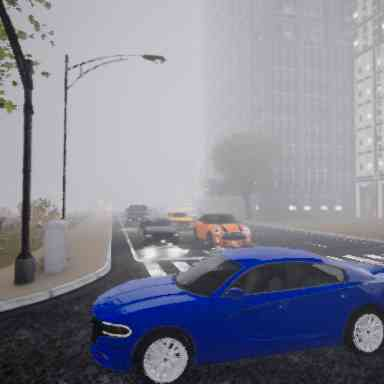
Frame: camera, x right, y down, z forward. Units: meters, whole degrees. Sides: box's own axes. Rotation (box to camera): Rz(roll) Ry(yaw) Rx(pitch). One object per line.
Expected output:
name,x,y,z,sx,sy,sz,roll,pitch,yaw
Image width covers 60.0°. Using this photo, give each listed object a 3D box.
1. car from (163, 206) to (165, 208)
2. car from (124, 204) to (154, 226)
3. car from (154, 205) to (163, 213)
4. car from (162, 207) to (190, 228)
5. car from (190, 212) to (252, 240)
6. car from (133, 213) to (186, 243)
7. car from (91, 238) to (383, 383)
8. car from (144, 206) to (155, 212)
car,-7.827,4.367,86.673,1.837,1.490,4.892,1,-2,-13
car,-5.510,2.327,33.999,2.150,2.045,5.566,1,-2,-13
car,-6.297,3.200,51.828,2.128,1.511,4.902,1,-2,-13
car,-1.186,2.455,29.808,1.882,1.535,5.008,1,-1,-13
car,1.553,1.944,18.208,2.097,1.767,4.553,1,-2,-13
car,-2.024,2.160,19.205,2.033,1.411,5.357,1,-2,-13
car,0.970,1.687,5.426,5.008,1.535,1.882,0,-2,-16
car,-10.990,4.355,85.926,2.128,1.511,4.902,1,-2,-13
